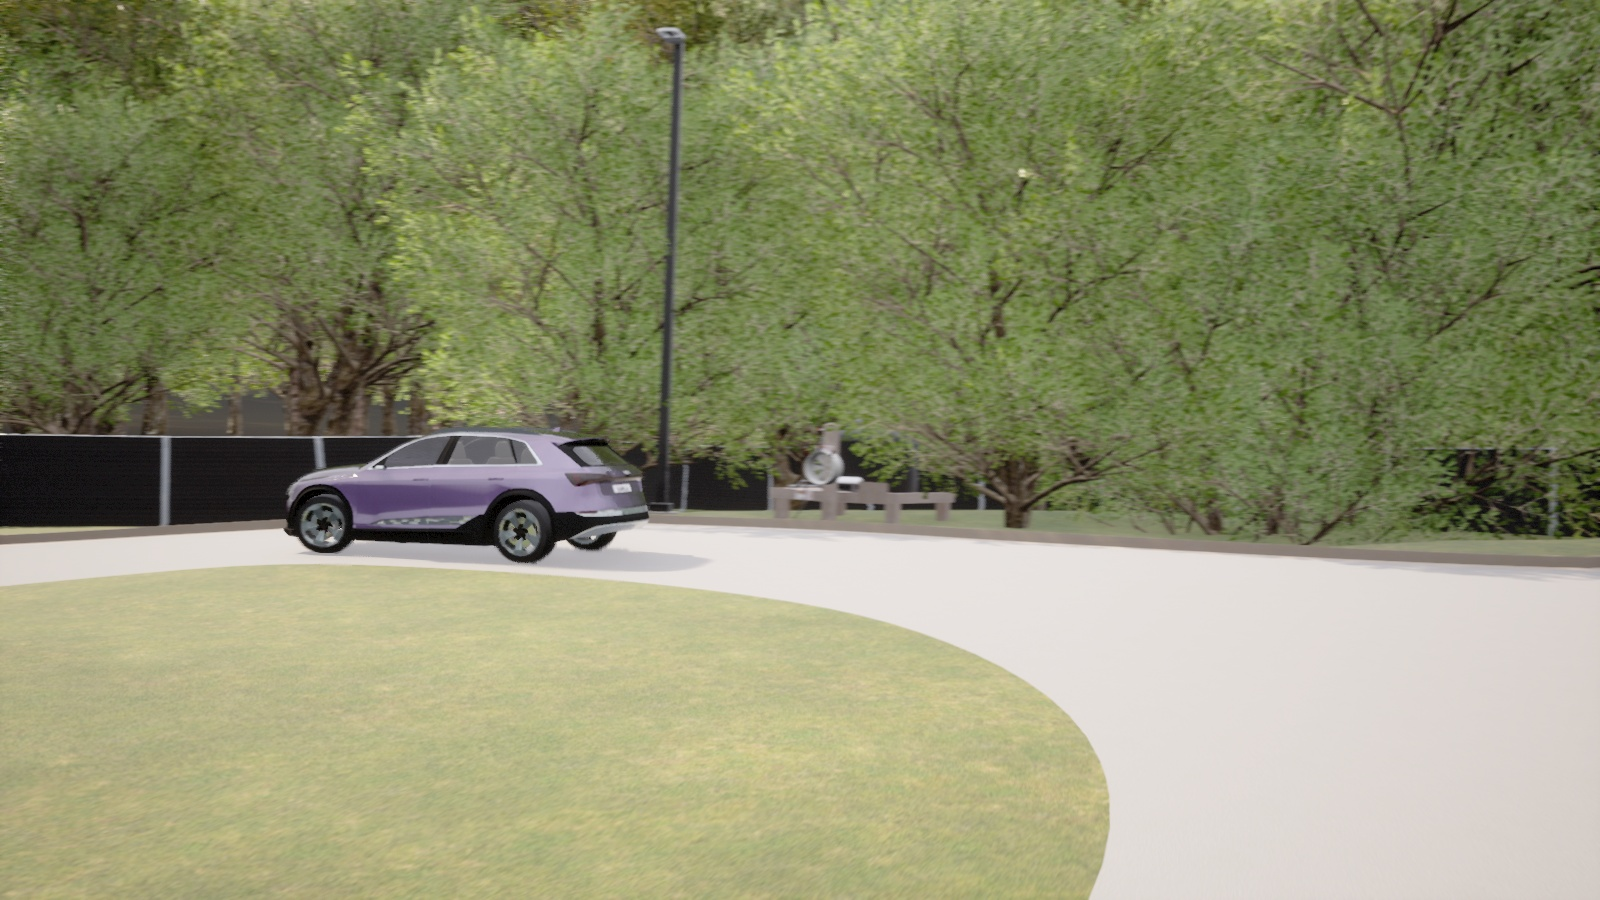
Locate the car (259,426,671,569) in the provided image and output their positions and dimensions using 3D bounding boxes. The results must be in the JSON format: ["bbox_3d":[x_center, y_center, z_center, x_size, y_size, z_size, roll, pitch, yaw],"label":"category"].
[{"bbox_3d":[-4.322,0.527,16.319,4.856,1.649,2.033,1,1,19],"label":"car"}]
